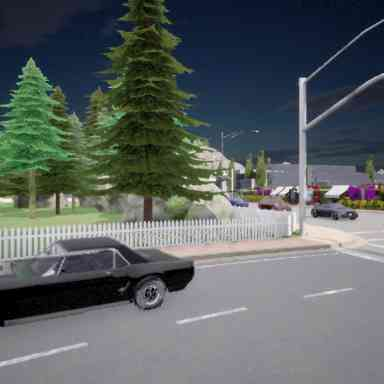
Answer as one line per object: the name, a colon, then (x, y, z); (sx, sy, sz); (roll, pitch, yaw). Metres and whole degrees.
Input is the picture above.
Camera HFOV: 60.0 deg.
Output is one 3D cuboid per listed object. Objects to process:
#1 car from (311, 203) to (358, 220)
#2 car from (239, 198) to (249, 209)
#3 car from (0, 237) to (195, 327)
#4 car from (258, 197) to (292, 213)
car: (12.066, 1.616, 28.416); (1.994, 1.385, 4.181); (0, 0, -16)
car: (6.382, 1.529, 47.601); (1.882, 1.535, 5.008); (0, 0, -17)
car: (-2.394, 1.601, 6.384); (4.718, 1.301, 1.895); (0, 0, -30)
car: (9.312, 1.404, 37.707); (2.097, 1.767, 4.553); (0, 0, -16)
